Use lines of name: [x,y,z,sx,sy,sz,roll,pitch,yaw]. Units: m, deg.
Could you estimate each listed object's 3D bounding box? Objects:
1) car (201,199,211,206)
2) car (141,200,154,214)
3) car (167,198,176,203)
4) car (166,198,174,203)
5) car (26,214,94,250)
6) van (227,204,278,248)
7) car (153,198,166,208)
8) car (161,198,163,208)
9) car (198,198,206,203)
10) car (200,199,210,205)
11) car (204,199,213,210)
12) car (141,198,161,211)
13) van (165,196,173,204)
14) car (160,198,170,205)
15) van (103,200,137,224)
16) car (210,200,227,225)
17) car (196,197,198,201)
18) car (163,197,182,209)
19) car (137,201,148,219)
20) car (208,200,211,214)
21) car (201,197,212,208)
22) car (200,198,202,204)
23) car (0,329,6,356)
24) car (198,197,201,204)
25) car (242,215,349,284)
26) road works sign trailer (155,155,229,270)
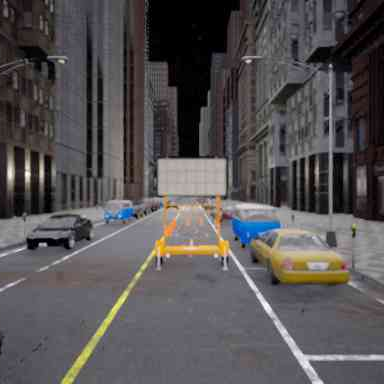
car: [2.758,2.084,65.793,1.887,1.381,4.507,0,0,0]
car: [-5.766,1.873,37.601,1.947,1.339,4.313,0,0,0]
car: [-5.769,2.324,93.965,2.008,1.369,4.403,0,0,0]
car: [-5.768,2.249,88.160,1.752,1.417,4.829,0,0,0]
car: [-5.765,1.688,15.054,1.947,1.339,4.313,0,0,0]
van: [2.759,1.464,15.069,1.690,1.788,3.998,0,0,0]
car: [-5.767,1.932,60.148,1.967,1.590,4.097,0,0,0]
car: [-5.767,1.944,48.874,1.887,1.381,4.507,0,0,0]
car: [2.756,2.340,93.972,1.947,1.339,4.313,0,0,0]
car: [2.758,2.151,71.429,1.947,1.339,4.313,0,0,0]
car: [2.759,1.858,37.612,2.008,1.369,4.403,0,0,0]
car: [-5.767,1.668,43.239,2.192,1.841,5.009,0,0,0]
van: [-5.769,2.019,82.695,1.690,1.788,3.998,0,0,0]
car: [-5.768,2.025,71.421,1.967,1.590,4.097,0,0,0]
van: [-5.767,1.556,26.329,1.690,1.788,3.998,0,0,0]
car: [2.759,1.655,26.341,1.967,1.590,4.097,0,0,0]
car: [2.757,2.119,82.701,1.967,1.590,4.097,0,0,0]
car: [-3.037,1.936,52.452,1.837,1.490,4.892,0,-1,1]
car: [-5.766,1.826,31.964,1.947,1.339,4.313,0,0,0]
car: [2.759,1.788,32.146,1.752,1.417,4.829,0,0,0]
car: [2.758,1.840,48.884,1.967,1.590,4.097,0,0,0]
car: [2.758,2.012,54.520,1.947,1.339,4.313,0,0,0]
car: [-3.100,1.560,1.527,2.033,1.411,5.357,0,0,0]
car: [2.757,1.808,60.159,2.192,1.841,5.009,0,0,0]
car: [2.760,1.604,9.602,1.752,1.417,4.829,0,0,0]
road works sign trailer: [0.000,0.557,11.392,2.380,3.560,2.880,0,0,0]
